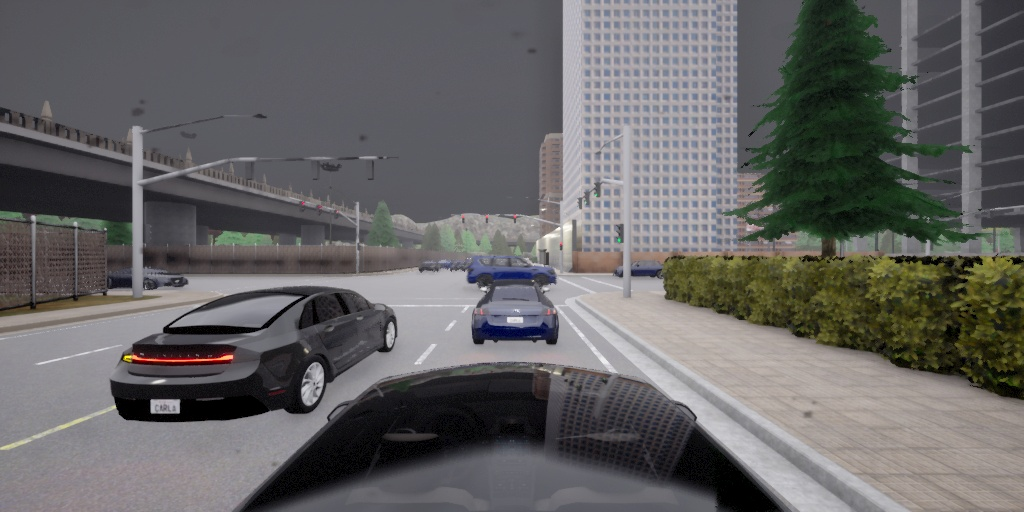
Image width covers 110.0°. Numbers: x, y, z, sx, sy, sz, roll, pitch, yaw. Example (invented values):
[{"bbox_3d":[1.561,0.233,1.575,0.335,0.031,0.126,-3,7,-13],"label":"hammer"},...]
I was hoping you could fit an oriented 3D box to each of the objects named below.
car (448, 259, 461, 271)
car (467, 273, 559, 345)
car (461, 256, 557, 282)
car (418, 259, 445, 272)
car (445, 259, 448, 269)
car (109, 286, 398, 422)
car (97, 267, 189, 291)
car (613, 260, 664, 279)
[{"bbox_3d":[-7.084,1.313,49.166,1.994,1.385,4.181,0,0,0],"label":"car"},{"bbox_3d":[0.079,1.314,9.544,1.994,1.385,4.181,0,0,0],"label":"car"},{"bbox_3d":[-0.040,1.005,22.111,5.566,2.045,2.150,0,0,0],"label":"car"},{"bbox_3d":[-10.592,1.296,46.413,2.033,1.411,5.357,0,0,0],"label":"car"},{"bbox_3d":[-10.587,1.226,55.863,1.882,1.535,5.008,0,0,0],"label":"car"},{"bbox_3d":[-3.440,1.255,6.001,1.837,1.490,4.892,0,0,0],"label":"car"},{"bbox_3d":[-22.595,1.369,22.063,4.181,1.385,1.994,0,0,0],"label":"car"},{"bbox_3d":[11.644,1.157,32.834,4.553,1.767,2.097,0,0,0],"label":"car"}]
